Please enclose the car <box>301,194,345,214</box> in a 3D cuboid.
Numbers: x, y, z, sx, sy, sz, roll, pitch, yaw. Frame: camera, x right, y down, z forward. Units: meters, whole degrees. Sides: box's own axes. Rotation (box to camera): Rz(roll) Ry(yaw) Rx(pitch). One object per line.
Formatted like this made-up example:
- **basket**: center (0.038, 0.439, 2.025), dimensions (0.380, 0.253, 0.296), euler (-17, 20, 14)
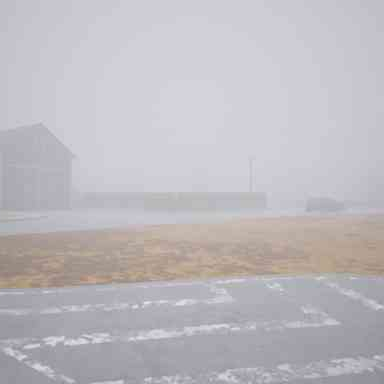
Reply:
- **car**: center (14.603, 1.381, 36.401), dimensions (4.553, 1.767, 2.097), euler (0, 0, -29)
